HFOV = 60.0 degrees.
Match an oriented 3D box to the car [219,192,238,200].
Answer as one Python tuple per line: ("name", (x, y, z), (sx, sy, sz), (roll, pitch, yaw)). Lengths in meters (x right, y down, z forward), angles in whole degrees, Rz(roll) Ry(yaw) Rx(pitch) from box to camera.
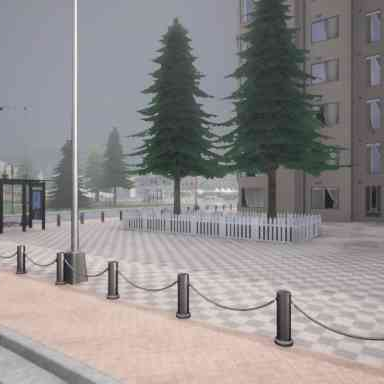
("car", (9.547, 1.374, 84.715), (3.633, 1.501, 1.845), (0, 0, 35))

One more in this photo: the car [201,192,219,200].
("car", (5.185, 1.384, 91.418), (3.806, 1.475, 1.970), (0, 0, 35))
